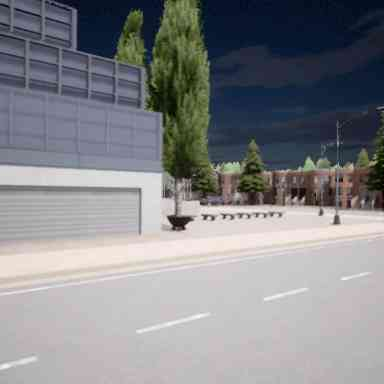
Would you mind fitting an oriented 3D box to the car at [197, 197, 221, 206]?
[{"bbox_3d":[2.261,1.916,62.125,4.892,1.490,1.837,1,0,26],"label":"car"}]

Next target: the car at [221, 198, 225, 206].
[{"bbox_3d":[4.017,1.795,65.152,4.553,1.767,2.097,0,0,26],"label":"car"}]

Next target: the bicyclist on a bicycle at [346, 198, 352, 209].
[{"bbox_3d":[24.875,1.852,52.729,1.656,1.620,0.582,1,0,-37],"label":"bicyclist on a bicycle"}]
